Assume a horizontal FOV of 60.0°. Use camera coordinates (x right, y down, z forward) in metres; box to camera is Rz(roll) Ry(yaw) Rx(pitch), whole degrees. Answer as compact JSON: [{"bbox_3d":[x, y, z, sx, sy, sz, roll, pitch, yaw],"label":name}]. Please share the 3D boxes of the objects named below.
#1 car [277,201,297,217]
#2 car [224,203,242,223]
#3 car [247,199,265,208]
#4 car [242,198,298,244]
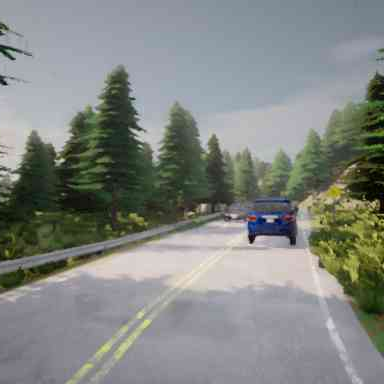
[{"bbox_3d":[9.983,1.747,34.775,1.812,1.442,4.674,-1,-1,19],"label":"car"},{"bbox_3d":[3.918,1.694,27.394,2.128,1.511,4.902,-1,-1,18],"label":"car"},{"bbox_3d":[13.086,2.455,68.209,1.882,1.535,5.008,2,-5,-10],"label":"car"},{"bbox_3d":[4.068,1.314,16.640,2.150,2.045,5.566,-1,-1,16],"label":"car"}]
